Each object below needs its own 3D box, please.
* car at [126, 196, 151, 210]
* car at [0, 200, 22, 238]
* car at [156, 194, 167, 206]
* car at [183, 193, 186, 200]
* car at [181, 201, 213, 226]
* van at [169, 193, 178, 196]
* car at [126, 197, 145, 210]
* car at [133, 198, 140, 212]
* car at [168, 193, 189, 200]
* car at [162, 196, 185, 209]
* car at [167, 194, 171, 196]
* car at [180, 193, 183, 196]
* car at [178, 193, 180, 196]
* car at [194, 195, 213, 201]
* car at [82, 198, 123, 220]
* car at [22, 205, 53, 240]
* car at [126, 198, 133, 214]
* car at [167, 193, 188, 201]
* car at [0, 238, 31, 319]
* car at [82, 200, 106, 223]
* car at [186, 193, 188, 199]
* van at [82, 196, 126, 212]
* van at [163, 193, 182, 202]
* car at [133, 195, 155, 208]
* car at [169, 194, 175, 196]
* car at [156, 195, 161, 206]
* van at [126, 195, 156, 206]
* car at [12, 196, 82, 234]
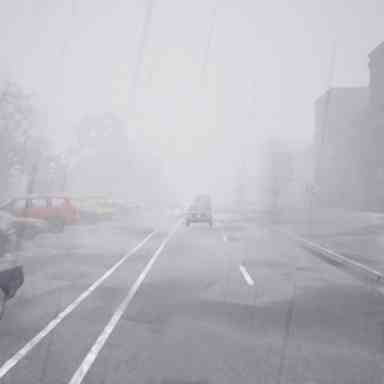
[{"bbox_3d":[-8.359,1.615,42.251,5.366,1.575,1.946,-1,0,-17],"label":"car"},{"bbox_3d":[-9.308,1.381,12.667,4.553,1.767,2.185,-1,0,-19],"label":"car"},{"bbox_3d":[-7.124,1.521,57.132,4.553,1.767,2.185,-1,0,-16],"label":"car"},{"bbox_3d":[-5.119,1.358,80.750,5.566,2.045,2.435,-1,0,-15],"label":"car"},{"bbox_3d":[0.538,1.598,23.859,2.033,1.411,5.357,0,0,2],"label":"car"},{"bbox_3d":[-5.985,1.412,71.874,4.442,1.987,1.878,-1,0,-15],"label":"van"},{"bbox_3d":[-8.340,1.645,39.338,4.674,1.452,2.002,-1,0,-17],"label":"car"},{"bbox_3d":[-8.482,1.632,36.393,4.674,1.452,2.002,0,-1,-17],"label":"car"},{"bbox_3d":[-3.802,1.287,95.486,5.566,2.045,2.435,-1,0,-15],"label":"car"},{"bbox_3d":[-2.588,1.704,47.573,1.994,1.385,4.181,0,0,4],"label":"car"},{"bbox_3d":[-6.918,1.650,60.088,4.892,1.521,2.231,-1,0,-15],"label":"car"},{"bbox_3d":[-5.357,1.619,77.816,5.008,1.535,2.097,-1,0,-15],"label":"car"},{"bbox_3d":[-5.642,1.503,74.854,4.553,1.767,2.185,-1,0,-15],"label":"car"},{"bbox_3d":[1.430,1.344,42.553,2.150,2.045,5.566,0,0,3],"label":"car"},{"bbox_3d":[-8.729,1.549,27.567,5.366,1.575,1.946,-1,-1,-18],"label":"car"},{"bbox_3d":[-9.279,1.555,15.634,4.674,1.452,2.002,-1,0,-19],"label":"car"},{"bbox_3d":[-8.647,1.619,33.443,4.674,1.452,2.002,-1,0,-18],"label":"car"},{"bbox_3d":[-4.015,1.301,92.565,5.566,2.045,2.435,-1,0,-15],"label":"car"},{"bbox_3d":[-4.214,1.604,4.265,1.895,1.301,4.718,0,0,0],"label":"car"},{"bbox_3d":[-9.017,1.583,24.541,4.674,1.452,2.002,-1,-1,-18],"label":"car"},{"bbox_3d":[-4.129,1.562,89.667,5.366,1.575,1.946,-1,0,-15],"label":"car"},{"bbox_3d":[-8.676,1.339,30.517,4.442,1.987,1.878,-1,-1,-18],"label":"van"},{"bbox_3d":[-4.937,1.373,83.671,4.442,1.987,1.878,-1,0,-15],"label":"van"},{"bbox_3d":[-7.992,1.625,45.268,5.008,1.535,2.097,-1,0,-17],"label":"car"},{"bbox_3d":[-6.482,1.643,63.099,5.366,1.575,1.946,-1,0,-15],"label":"car"},{"bbox_3d":[-7.599,1.679,51.200,4.674,1.452,2.002,-1,0,-16],"label":"car"},{"bbox_3d":[-7.918,1.409,48.198,4.442,1.987,1.878,-1,0,-16],"label":"van"},{"bbox_3d":[-9.232,1.272,18.590,5.566,2.045,2.435,-1,0,-19],"label":"car"}]
